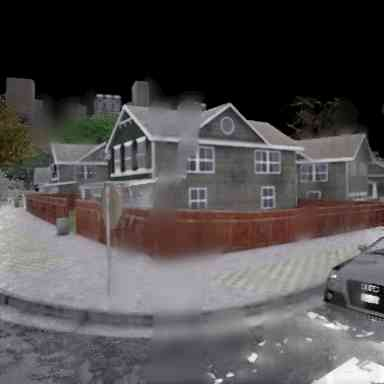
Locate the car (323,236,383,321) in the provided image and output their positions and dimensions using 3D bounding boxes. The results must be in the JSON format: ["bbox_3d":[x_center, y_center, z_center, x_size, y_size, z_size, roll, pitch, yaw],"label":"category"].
[{"bbox_3d":[4.488,1.573,6.697,4.181,1.385,1.994,0,0,-38],"label":"car"}]
